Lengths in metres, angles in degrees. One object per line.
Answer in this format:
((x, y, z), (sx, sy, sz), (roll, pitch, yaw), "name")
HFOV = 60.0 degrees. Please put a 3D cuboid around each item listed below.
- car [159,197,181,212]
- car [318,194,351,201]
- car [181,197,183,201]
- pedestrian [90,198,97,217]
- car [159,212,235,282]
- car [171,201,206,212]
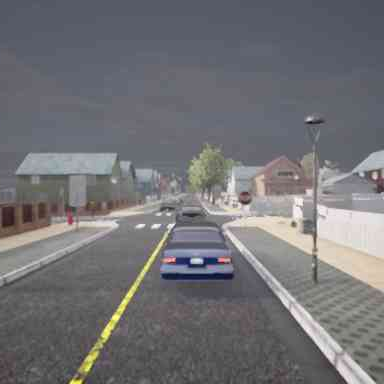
((-2.785, 1.593, 39.858), (2.033, 1.411, 5.357), (0, 0, 0), "car")
((12.272, 1.049, 29.672), (4.553, 1.767, 2.097), (-2, -1, 0), "car")
((-2.755, 1.583, 53.005), (1.812, 1.442, 4.674), (0, 0, 0), "car")
((-9.644, 1.498, 32.486), (0.375, 1.860, 0.375), (0, 0, 0), "pedestrian")
((0.112, 1.561, 9.788), (2.033, 1.411, 5.357), (0, 0, 0), "car")
((-0.166, 1.531, 20.614), (1.837, 1.490, 4.892), (0, 0, -4), "car")
